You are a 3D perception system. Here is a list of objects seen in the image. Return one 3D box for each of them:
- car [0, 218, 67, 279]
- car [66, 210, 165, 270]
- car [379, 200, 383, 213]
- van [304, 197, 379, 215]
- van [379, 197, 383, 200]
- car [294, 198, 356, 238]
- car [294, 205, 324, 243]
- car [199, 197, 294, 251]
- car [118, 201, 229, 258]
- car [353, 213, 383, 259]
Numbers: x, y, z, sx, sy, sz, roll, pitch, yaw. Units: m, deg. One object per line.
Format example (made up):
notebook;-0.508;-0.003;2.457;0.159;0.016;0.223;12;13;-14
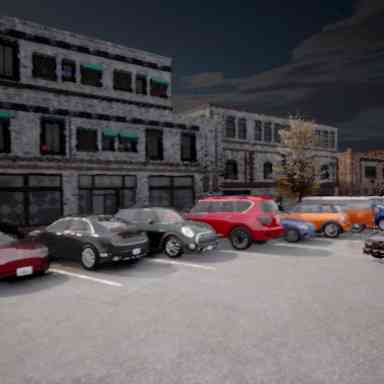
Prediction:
car;-5.957;1.514;9.302;4.792;1.488;2.163;-1;-1;35
car;-3.589;1.486;11.021;4.892;1.521;2.231;-1;0;35
car;10.741;1.512;21.239;5.008;1.535;2.097;-1;-1;35
van;8.250;1.280;19.607;4.442;1.987;1.878;-1;-1;35
van;13.224;1.294;22.889;4.442;1.987;1.878;-1;-1;35
car;5.983;1.371;17.821;4.553;1.767;2.185;-1;-1;35
car;3.573;1.533;16.139;4.674;1.452;2.002;-1;-1;35
car;1.157;1.238;14.450;5.566;2.045;2.435;-1;-1;35
car;-1.227;1.360;12.757;4.553;1.767;2.185;-1;-1;34
car;8.149;1.556;11.640;5.357;1.411;2.033;0;0;-35
